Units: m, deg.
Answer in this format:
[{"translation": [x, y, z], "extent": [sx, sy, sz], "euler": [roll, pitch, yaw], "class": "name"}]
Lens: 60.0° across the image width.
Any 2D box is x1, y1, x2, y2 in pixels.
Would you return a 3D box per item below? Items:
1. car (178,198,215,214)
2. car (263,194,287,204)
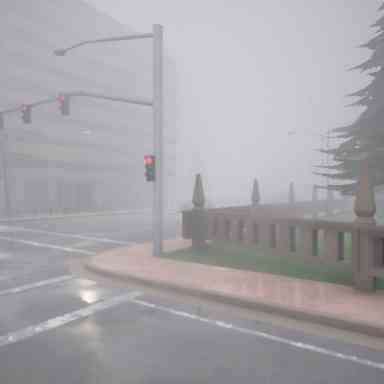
[{"translation": [0.507, 1.411, 34.774], "extent": [2.097, 1.767, 4.553], "euler": [0, 0, 35], "class": "car"}, {"translation": [13.209, 1.267, 52.808], "extent": [2.150, 2.045, 5.566], "euler": [0, 0, 35], "class": "car"}]
